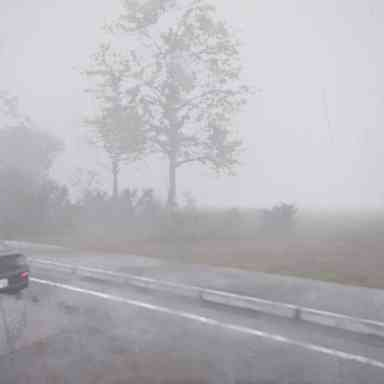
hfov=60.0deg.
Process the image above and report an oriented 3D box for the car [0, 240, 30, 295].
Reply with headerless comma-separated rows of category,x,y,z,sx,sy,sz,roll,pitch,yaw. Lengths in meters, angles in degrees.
car,-5.492,1.525,7.288,4.674,1.442,1.812,0,0,31
